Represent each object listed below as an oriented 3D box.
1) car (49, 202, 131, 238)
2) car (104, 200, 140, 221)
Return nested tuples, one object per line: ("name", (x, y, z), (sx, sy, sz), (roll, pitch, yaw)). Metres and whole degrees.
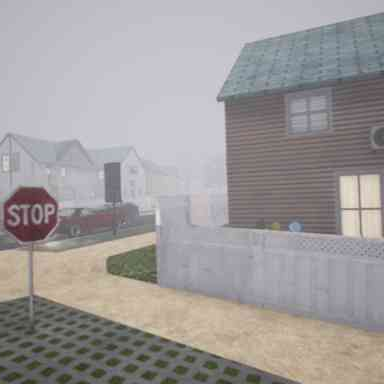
("car", (-5.312, 1.395, 16.187), (1.895, 1.301, 4.718), (-2, 0, 26))
("car", (-5.493, 1.329, 22.796), (2.128, 1.511, 4.902), (-2, 0, 24))
